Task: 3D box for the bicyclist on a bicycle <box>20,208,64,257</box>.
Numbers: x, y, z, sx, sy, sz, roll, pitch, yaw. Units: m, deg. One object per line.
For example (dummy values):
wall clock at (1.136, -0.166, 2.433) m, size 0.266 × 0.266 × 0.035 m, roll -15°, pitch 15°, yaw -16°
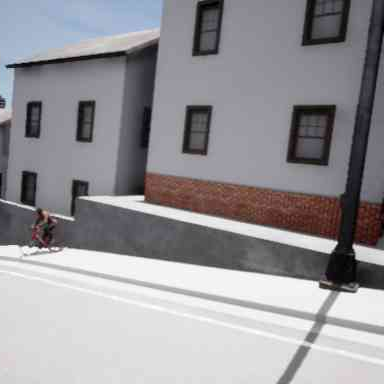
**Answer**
bicyclist on a bicycle at (-5.134, 1.361, 11.507) m, size 0.582 × 1.620 × 1.656 m, roll 0°, pitch 0°, yaw 34°
